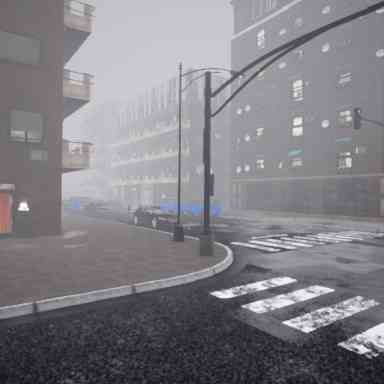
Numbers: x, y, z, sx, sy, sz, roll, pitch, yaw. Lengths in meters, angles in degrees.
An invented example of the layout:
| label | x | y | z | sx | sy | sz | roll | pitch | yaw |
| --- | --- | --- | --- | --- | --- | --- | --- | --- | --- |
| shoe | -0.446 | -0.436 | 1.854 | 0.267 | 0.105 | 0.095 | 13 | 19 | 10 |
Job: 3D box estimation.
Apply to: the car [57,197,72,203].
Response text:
| label | x | y | z | sx | sy | sz | roll | pitch | yaw |
| --- | --- | --- | --- | --- | --- | --- | --- | --- | --- |
| car | -27.655 | 1.727 | 72.152 | 1.887 | 1.381 | 4.507 | 1 | -1 | -35 |

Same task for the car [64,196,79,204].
| label | x | y | z | sx | sy | sz | roll | pitch | yaw |
| --- | --- | --- | --- | --- | --- | --- | --- | --- | --- |
| car | -24.477 | 1.614 | 67.548 | 1.967 | 1.590 | 4.097 | 1 | -1 | -35 |

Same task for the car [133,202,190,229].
| label | x | y | z | sx | sy | sz | roll | pitch | yaw |
| --- | --- | --- | --- | --- | --- | --- | --- | --- | --- |
| car | -2.373 | 1.539 | 21.629 | 2.008 | 1.369 | 4.403 | 1 | -1 | -35 |

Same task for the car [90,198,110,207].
| label | x | y | z | sx | sy | sz | roll | pitch | yaw |
| --- | --- | --- | --- | --- | --- | --- | --- | --- | --- |
| car | -14.948 | 1.730 | 53.732 | 1.802 | 1.307 | 4.206 | 1 | -1 | -35 |

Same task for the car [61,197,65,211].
| label | x | y | z | sx | sy | sz | roll | pitch | yaw |
| --- | --- | --- | --- | --- | --- | --- | --- | --- | --- |
| car | -15.080 | 1.581 | 40.048 | 2.008 | 1.369 | 4.403 | 1 | -1 | -35 |

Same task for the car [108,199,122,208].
| label | x | y | z | sx | sy | sz | roll | pitch | yaw |
| --- | --- | --- | --- | --- | --- | --- | --- | --- | --- |
| car | -11.771 | 1.683 | 49.128 | 1.887 | 1.381 | 4.507 | 1 | -1 | -35 |

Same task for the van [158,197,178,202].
| label | x | y | z | sx | sy | sz | roll | pitch | yaw |
| --- | --- | --- | --- | --- | --- | --- | --- | --- | --- |
| van | -2.239 | 1.450 | 35.315 | 1.690 | 1.788 | 3.998 | 1 | -1 | -35 |

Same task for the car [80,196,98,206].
| label | x | y | z | sx | sy | sz | roll | pitch | yaw |
| --- | --- | --- | --- | --- | --- | --- | --- | --- | --- |
| car | -18.124 | 1.597 | 58.338 | 1.967 | 1.590 | 4.097 | 1 | -1 | -35 |

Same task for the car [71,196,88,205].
| label | x | y | z | sx | sy | sz | roll | pitch | yaw |
| --- | --- | --- | --- | --- | --- | --- | --- | --- | --- |
| car | -21.300 | 1.606 | 62.943 | 1.967 | 1.590 | 4.097 | 1 | -1 | -35 |

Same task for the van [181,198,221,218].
| label | x | y | z | sx | sy | sz | roll | pitch | yaw |
| --- | --- | --- | --- | --- | --- | --- | --- | --- | --- |
| van | 0.938 | 1.439 | 30.710 | 1.690 | 1.788 | 3.998 | 1 | -1 | -35 |

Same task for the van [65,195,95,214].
| label | x | y | z | sx | sy | sz | roll | pitch | yaw |
| --- | --- | --- | --- | --- | --- | --- | --- | --- | --- |
| van | -11.902 | 1.361 | 35.445 | 1.690 | 1.788 | 3.998 | 1 | -1 | -35 |

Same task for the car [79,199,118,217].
| label | x | y | z | sx | sy | sz | roll | pitch | yaw |
| --- | --- | --- | --- | --- | --- | --- | --- | --- | --- |
| car | -8.727 | 1.592 | 30.839 | 1.802 | 1.307 | 4.206 | 1 | -1 | -35 |
